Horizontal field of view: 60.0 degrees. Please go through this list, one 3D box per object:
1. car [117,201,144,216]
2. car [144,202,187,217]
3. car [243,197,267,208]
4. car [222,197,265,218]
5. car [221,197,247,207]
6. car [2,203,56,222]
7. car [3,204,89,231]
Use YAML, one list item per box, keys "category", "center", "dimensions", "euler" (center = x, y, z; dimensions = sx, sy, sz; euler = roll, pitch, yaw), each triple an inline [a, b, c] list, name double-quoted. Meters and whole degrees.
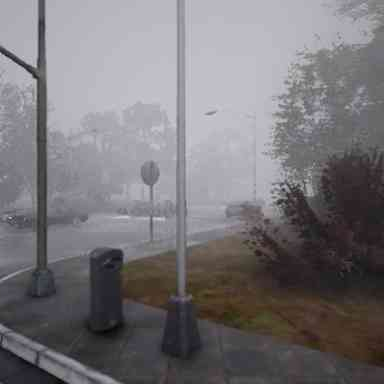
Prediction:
- category: "car"
  center: [-5.552, 1.618, 33.426]
  dimensions: [1.994, 1.385, 4.181]
  euler: [0, 0, 32]
- category: "car"
  center: [-2.262, 1.612, 32.081]
  dimensions: [1.994, 1.385, 4.181]
  euler: [0, 0, 32]
- category: "car"
  center: [9.701, 1.562, 50.839]
  dimensions: [1.837, 1.490, 4.892]
  euler: [0, 0, 33]
- category: "car"
  center: [4.689, 1.527, 29.793]
  dimensions: [2.128, 1.511, 4.902]
  euler: [0, 0, 32]
- category: "car"
  center: [6.771, 1.607, 52.752]
  dimensions: [2.033, 1.411, 5.357]
  euler: [0, 0, 33]
- category: "car"
  center: [-11.239, 1.546, 24.431]
  dimensions: [2.128, 1.511, 4.902]
  euler: [0, 0, 32]
- category: "car"
  center: [-9.073, 1.647, 21.304]
  dimensions: [1.895, 1.301, 4.718]
  euler: [0, 0, 32]
